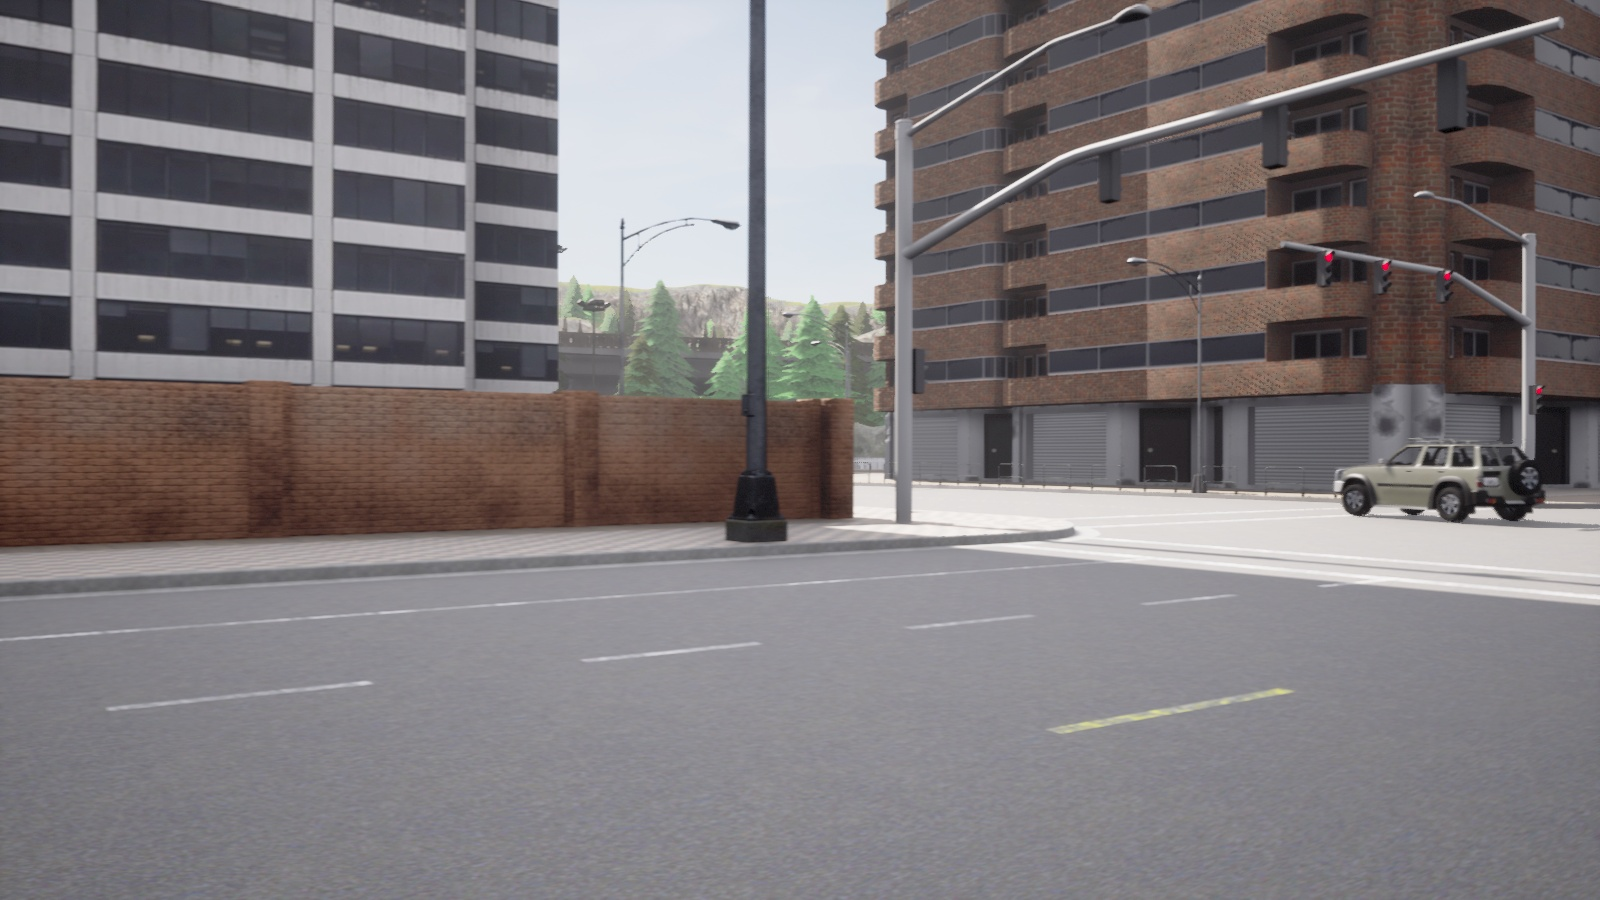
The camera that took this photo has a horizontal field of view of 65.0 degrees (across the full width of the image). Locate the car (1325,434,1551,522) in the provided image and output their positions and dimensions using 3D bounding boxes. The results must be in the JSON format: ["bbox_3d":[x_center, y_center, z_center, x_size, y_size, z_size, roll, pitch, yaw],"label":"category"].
[{"bbox_3d":[14.492,0.602,28.853,1.932,1.855,4.605,0,0,-18],"label":"car"}]
